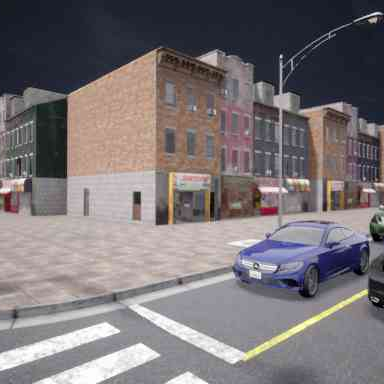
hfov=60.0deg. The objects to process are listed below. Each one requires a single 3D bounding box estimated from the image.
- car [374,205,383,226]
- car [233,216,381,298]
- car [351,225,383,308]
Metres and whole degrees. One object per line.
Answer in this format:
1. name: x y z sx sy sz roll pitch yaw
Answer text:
1. car: 10.188 1.192 15.270 5.566 2.045 2.150 0 0 -42
2. car: 3.061 1.502 8.677 4.674 1.442 1.812 0 0 -43
3. car: 5.248 1.491 6.813 4.892 1.490 1.837 0 0 -43
